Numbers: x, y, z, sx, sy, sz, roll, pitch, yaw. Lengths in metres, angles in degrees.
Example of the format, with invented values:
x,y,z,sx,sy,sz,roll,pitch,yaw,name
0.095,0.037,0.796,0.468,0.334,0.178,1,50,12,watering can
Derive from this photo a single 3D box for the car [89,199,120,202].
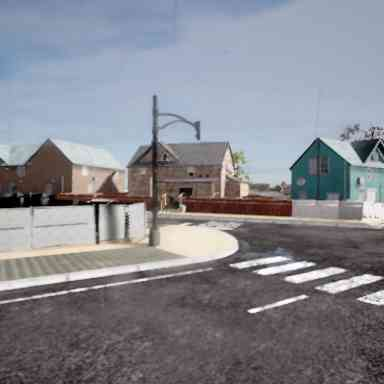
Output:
x,y,z,sx,sy,sz,roll,pitch,yaw,name
-5.483,1.200,22.161,4.674,1.442,1.812,1,0,21,car
